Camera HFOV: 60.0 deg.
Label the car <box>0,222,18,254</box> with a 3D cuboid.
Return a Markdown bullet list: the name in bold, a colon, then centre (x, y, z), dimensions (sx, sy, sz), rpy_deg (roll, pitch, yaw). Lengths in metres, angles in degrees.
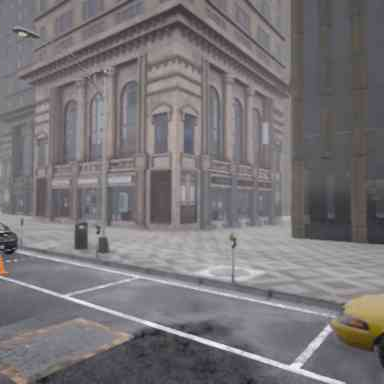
- **car**: centre (-8.852, 1.848, 13.755), dimensions (4.403, 1.369, 2.008), rpy_deg (-1, -2, 37)

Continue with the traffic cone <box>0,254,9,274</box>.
- **traffic cone**: centre (-5.857, 2.183, 10.182), dimensions (0.340, 0.580, 0.340), rpy_deg (-1, -2, 37)

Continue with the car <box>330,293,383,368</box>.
- **car**: centre (4.262, 1.670, 3.900), dimensions (4.829, 1.417, 1.752), rpy_deg (-1, -2, 37)
